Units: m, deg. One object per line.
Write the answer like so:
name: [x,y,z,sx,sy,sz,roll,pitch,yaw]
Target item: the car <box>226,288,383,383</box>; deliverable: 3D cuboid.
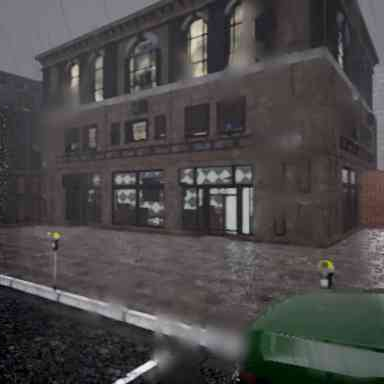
car: [2.755,1.209,1.419,5.566,2.045,2.150,-1,-1,35]
